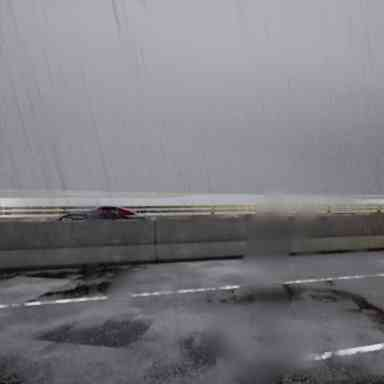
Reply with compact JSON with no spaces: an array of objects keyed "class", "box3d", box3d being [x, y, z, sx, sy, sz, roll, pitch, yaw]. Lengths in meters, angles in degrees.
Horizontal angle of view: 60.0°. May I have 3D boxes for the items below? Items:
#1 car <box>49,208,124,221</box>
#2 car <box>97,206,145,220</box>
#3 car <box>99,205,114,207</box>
[{"class":"car","box3d":[-5.482,1.631,15.328,4.181,1.385,1.994,0,0,-17]},{"class":"car","box3d":[-5.159,1.690,19.082,4.718,1.301,1.895,0,0,-17]},{"class":"car","box3d":[-5.980,1.631,22.489,4.674,1.442,1.812,0,0,-17]}]
